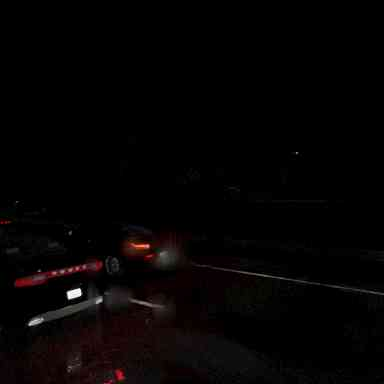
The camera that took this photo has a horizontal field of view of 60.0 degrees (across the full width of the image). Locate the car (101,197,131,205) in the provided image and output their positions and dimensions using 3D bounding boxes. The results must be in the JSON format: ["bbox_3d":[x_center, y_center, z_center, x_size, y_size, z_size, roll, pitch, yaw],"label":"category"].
[{"bbox_3d":[-12.969,1.547,57.173,2.033,1.411,5.357,0,0,36],"label":"car"}]

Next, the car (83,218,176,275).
[{"bbox_3d":[-2.607,1.526,10.129,4.674,1.442,1.812,0,0,35],"label":"car"}]

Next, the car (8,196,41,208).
[{"bbox_3d":[-22.100,1.352,44.671,2.097,1.767,4.553,0,0,36],"label":"car"}]

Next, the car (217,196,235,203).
[{"bbox_3d":[6.802,1.492,66.292,1.882,1.535,5.008,0,0,36],"label":"car"}]

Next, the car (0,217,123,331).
[{"bbox_3d":[-3.898,1.478,6.760,5.008,1.535,1.882,0,0,35],"label":"car"}]

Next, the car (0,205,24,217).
[{"bbox_3d":[-10.084,1.505,15.456,4.892,1.490,1.837,0,0,36],"label":"car"}]

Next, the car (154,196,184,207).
[{"bbox_3d":[-3.815,1.506,51.907,1.837,1.490,4.892,0,0,36],"label":"car"}]

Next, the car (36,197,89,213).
[{"bbox_3d":[-14.259,1.547,37.602,2.033,1.411,5.357,0,0,36],"label":"car"}]
